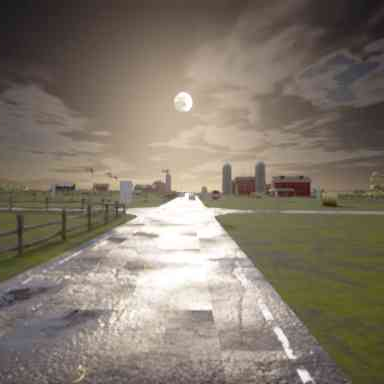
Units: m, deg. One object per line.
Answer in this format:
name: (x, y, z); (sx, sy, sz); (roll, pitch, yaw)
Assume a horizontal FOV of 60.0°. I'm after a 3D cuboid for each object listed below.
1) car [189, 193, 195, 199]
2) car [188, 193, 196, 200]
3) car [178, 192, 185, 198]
car: (0.002, 1.076, 94.163); (1.882, 1.535, 5.008); (0, 0, 0)
car: (0.003, 1.281, 83.741); (2.033, 1.411, 5.357); (0, 0, 0)
car: (-2.749, 0.846, 89.161); (1.837, 1.490, 4.892); (0, 0, 0)
